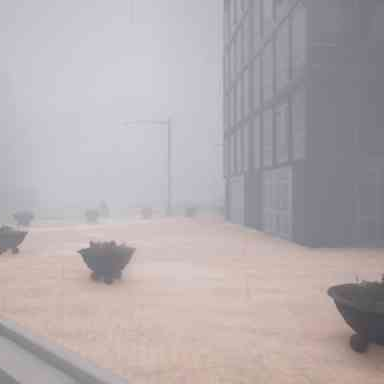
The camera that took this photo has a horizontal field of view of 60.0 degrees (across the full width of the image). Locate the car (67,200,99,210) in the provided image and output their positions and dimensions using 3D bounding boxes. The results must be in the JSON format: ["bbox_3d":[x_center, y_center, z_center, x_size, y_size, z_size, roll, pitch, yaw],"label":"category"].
[{"bbox_3d":[-16.510,1.980,50.487,1.837,1.490,4.892,0,-1,38],"label":"car"}]

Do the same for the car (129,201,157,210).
[{"bbox_3d":[-8.431,2.182,55.152,1.994,1.385,4.181,0,-1,38],"label":"car"}]

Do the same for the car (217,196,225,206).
[{"bbox_3d":[5.815,2.070,61.960,2.150,2.045,5.566,0,-1,38],"label":"car"}]

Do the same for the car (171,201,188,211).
[{"bbox_3d":[-0.916,2.137,53.233,1.882,1.535,5.008,0,-1,38],"label":"car"}]

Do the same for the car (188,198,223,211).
[{"bbox_3d":[2.071,2.152,51.365,2.128,1.511,4.902,0,-1,38],"label":"car"}]

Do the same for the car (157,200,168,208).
[{"bbox_3d":[-5.565,2.295,64.426,1.882,1.535,5.008,0,-1,38],"label":"car"}]

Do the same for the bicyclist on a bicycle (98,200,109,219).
[{"bbox_3d":[-7.780,1.553,29.173,1.656,1.620,0.582,0,-1,38],"label":"bicyclist on a bicycle"}]
